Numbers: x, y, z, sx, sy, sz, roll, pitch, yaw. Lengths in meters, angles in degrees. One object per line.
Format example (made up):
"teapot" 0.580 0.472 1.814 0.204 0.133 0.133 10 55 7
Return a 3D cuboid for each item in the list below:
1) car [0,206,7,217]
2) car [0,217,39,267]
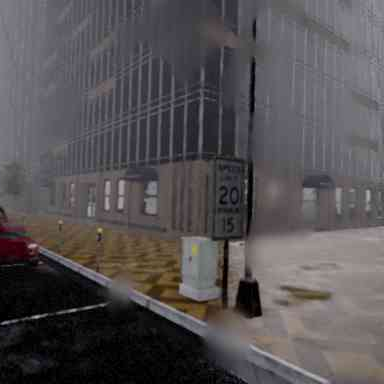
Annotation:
"car" -10.170 1.504 15.971 2.192 1.841 5.009 3 -2 -39
"car" -6.415 1.741 11.241 1.802 1.307 4.206 3 -2 -38
